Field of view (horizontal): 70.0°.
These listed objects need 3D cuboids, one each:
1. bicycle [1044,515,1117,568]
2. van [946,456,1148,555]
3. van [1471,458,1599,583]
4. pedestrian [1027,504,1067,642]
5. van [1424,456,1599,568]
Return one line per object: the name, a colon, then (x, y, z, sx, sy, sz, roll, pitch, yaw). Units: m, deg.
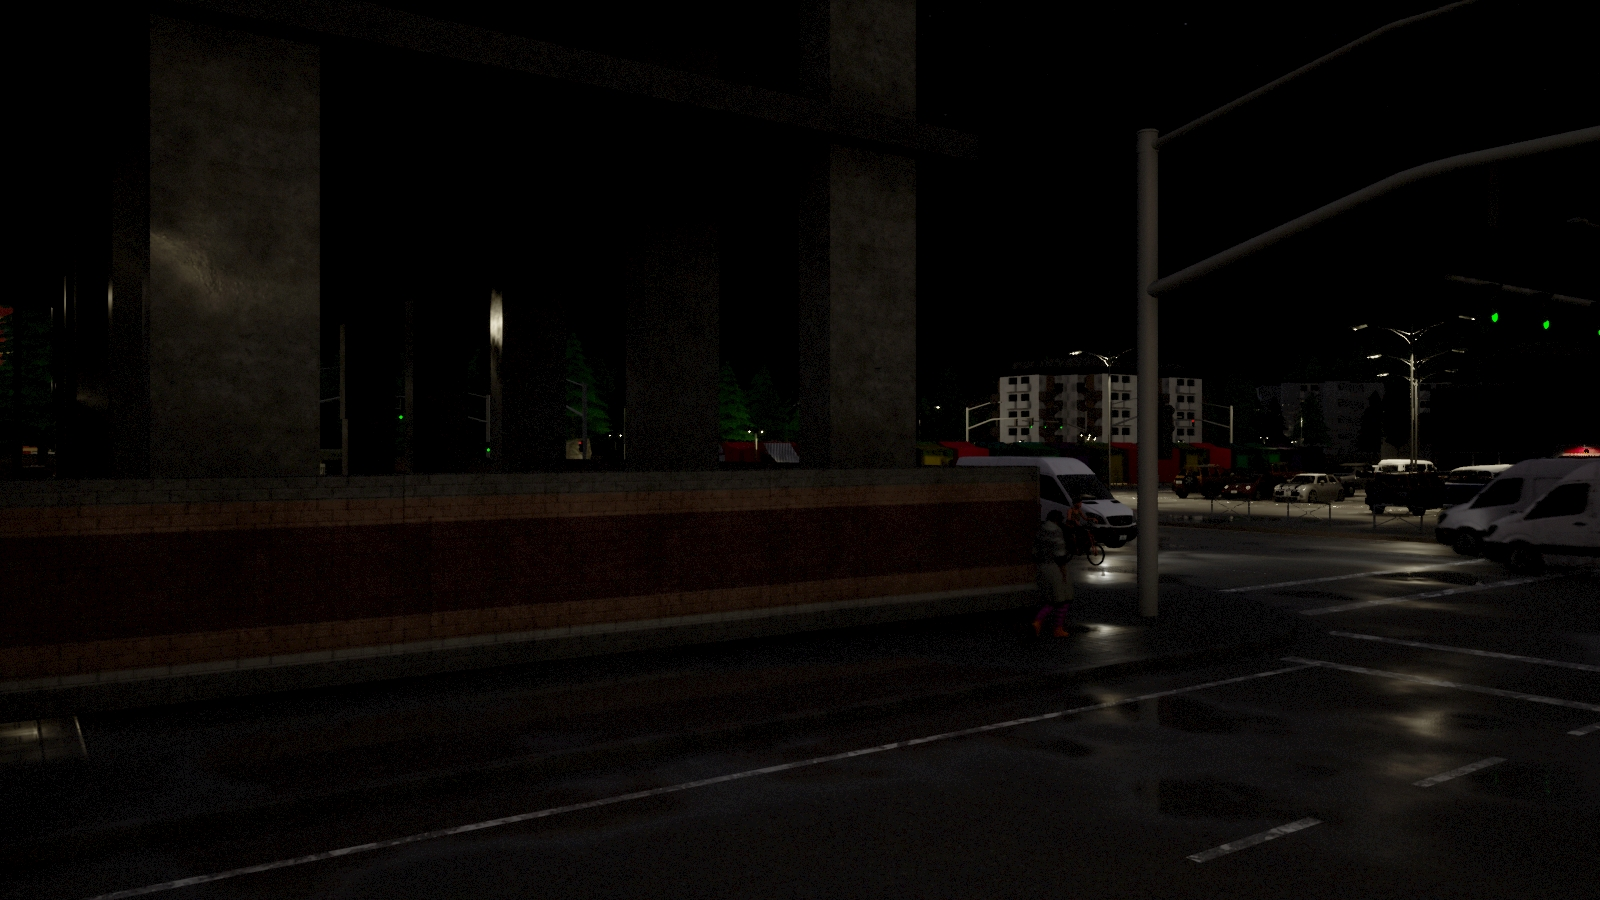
bicycle: (6.706, 2.169, 27.364, 0.859, 1.126, 1.487, 0, 0, -35)
van: (6.983, 1.470, 33.056, 1.988, 2.561, 5.915, 0, 0, -35)
van: (17.696, 1.487, 24.008, 1.988, 2.561, 5.915, 0, 0, -36)
pedestrian: (3.421, 1.692, 15.823, 0.375, 1.860, 0.375, 0, 0, -32)
van: (18.974, 1.476, 28.246, 1.988, 2.561, 5.915, 0, 0, -35)
